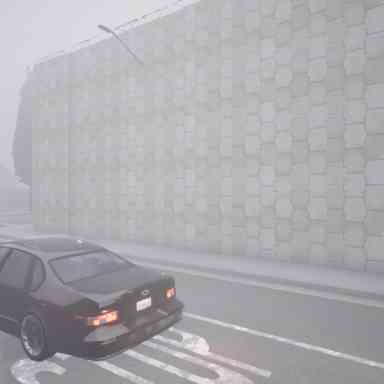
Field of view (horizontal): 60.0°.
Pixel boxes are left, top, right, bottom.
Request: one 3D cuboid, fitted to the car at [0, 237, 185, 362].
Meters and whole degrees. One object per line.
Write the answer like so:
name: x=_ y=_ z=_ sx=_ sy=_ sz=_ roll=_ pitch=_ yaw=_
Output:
car: x=-2.693 y=1.547 z=5.902 sx=5.357 sy=1.411 sz=2.033 roll=0 pitch=0 yaw=35
